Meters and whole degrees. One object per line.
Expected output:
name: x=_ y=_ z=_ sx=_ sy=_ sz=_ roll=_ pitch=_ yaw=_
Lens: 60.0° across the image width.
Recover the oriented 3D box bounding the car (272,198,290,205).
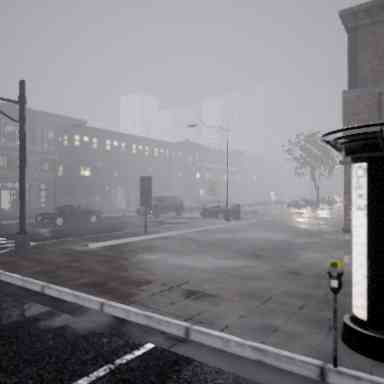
car: x=17.826 y=1.887 z=66.434 sx=2.008 sy=1.369 sz=4.403 roll=0 pitch=-1 yaw=35

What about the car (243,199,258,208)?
car: x=8.188 y=1.769 z=52.737 sx=1.752 sy=1.417 sz=4.829 roll=0 pitch=-1 yaw=35

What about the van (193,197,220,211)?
van: x=1.924 y=1.527 z=43.840 sx=1.690 sy=1.788 sz=3.998 roll=0 pitch=0 yaw=35

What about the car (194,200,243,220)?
car: x=2.462 y=1.676 z=29.949 sx=1.887 sy=1.381 sz=4.507 roll=0 pitch=0 yaw=35

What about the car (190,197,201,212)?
car: x=-1.353 y=1.683 z=39.180 sx=1.752 sy=1.417 sz=4.829 roll=0 pitch=0 yaw=35

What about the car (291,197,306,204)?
car: x=24.186 y=1.839 z=75.472 sx=1.967 sy=1.590 sz=4.097 roll=0 pitch=-1 yaw=35

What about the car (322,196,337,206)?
car: x=24.680 y=1.650 z=61.614 sx=2.192 sy=1.841 sz=5.009 roll=0 pitch=-1 yaw=35

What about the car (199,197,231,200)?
car: x=2.963 y=1.668 z=40.784 sx=2.128 sy=1.511 sz=4.902 roll=0 pitch=0 yaw=35

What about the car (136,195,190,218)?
car: x=-2.946 y=1.348 z=32.408 sx=2.150 sy=2.045 sz=5.566 roll=0 pitch=0 yaw=35

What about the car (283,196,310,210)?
car: x=15.139 y=1.683 z=48.055 sx=1.967 sy=1.590 sz=4.097 roll=0 pitch=-1 yaw=35

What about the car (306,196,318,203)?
car: x=30.547 y=1.905 z=84.510 sx=1.967 sy=1.590 sz=4.097 roll=0 pitch=-1 yaw=35

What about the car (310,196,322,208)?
car: x=18.319 y=1.589 z=52.575 sx=2.192 sy=1.841 sz=5.009 roll=0 pitch=-1 yaw=35

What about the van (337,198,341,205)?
van: x=27.860 y=1.707 z=66.132 sx=1.690 sy=1.788 sz=3.998 roll=0 pitch=-1 yaw=35

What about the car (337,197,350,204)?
car: x=34.319 y=1.957 z=75.308 sx=1.752 sy=1.417 sz=4.829 roll=0 pitch=-1 yaw=35

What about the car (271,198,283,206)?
car: x=14.646 y=1.856 z=61.915 sx=2.008 sy=1.369 sz=4.403 roll=0 pitch=-1 yaw=35

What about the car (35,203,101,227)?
car: x=-8.830 y=1.586 z=24.087 sx=1.837 sy=1.490 sz=4.892 roll=0 pitch=0 yaw=34

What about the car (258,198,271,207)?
car: x=11.466 y=1.825 z=57.396 sx=2.008 sy=1.369 sz=4.403 roll=0 pitch=-1 yaw=35
